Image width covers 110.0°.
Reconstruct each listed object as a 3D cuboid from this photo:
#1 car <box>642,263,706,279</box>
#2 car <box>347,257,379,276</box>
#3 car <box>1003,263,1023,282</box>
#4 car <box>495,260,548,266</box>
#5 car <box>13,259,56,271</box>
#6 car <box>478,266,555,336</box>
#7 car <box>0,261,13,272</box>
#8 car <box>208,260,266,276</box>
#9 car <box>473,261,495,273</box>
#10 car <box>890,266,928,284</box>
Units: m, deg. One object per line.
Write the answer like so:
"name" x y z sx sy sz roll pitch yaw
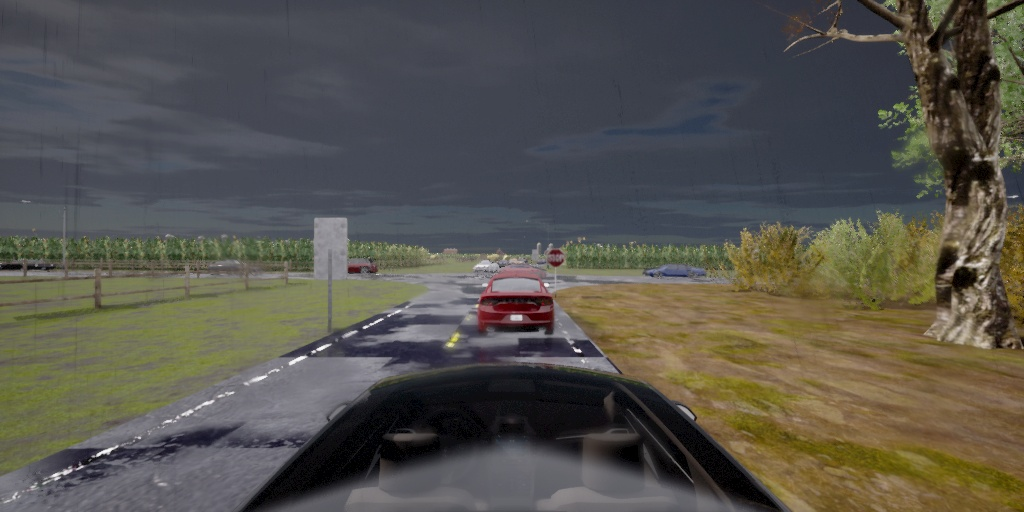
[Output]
"car" 15.162 1.405 33.674 5.357 1.411 2.033 0 0 5
"car" -15.852 1.006 35.851 4.553 1.767 2.097 0 0 3
"car" 42.269 1.371 30.815 4.553 1.767 2.097 0 0 7
"car" 0.946 1.323 31.099 4.181 1.385 1.994 0 0 4
"car" -51.168 0.993 37.611 4.718 1.301 1.895 0 0 4
"car" 0.111 1.227 10.478 1.882 1.535 5.008 0 0 0
"car" -51.304 0.875 33.976 4.902 1.511 2.128 0 0 4
"car" -24.981 1.104 32.592 4.674 1.442 1.812 0 0 3
"car" -3.202 1.282 44.096 1.812 1.442 4.674 0 0 18
"car" 31.907 1.477 28.303 4.674 1.442 1.812 0 0 6
